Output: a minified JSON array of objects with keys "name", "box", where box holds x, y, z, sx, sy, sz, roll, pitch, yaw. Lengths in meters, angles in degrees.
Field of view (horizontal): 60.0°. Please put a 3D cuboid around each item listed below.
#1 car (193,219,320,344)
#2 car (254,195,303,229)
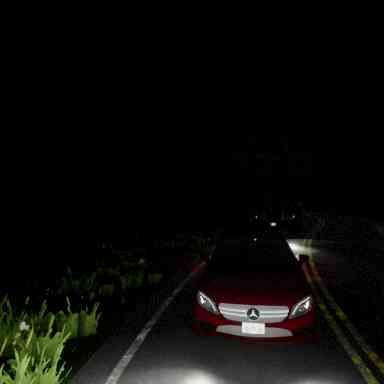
[{"name":"car","box":[1.229,1.534,6.670,1.812,1.442,4.674,-1,0,11]},{"name":"car","box":[4.998,1.214,18.842,2.150,2.045,5.566,-2,-1,22]}]
